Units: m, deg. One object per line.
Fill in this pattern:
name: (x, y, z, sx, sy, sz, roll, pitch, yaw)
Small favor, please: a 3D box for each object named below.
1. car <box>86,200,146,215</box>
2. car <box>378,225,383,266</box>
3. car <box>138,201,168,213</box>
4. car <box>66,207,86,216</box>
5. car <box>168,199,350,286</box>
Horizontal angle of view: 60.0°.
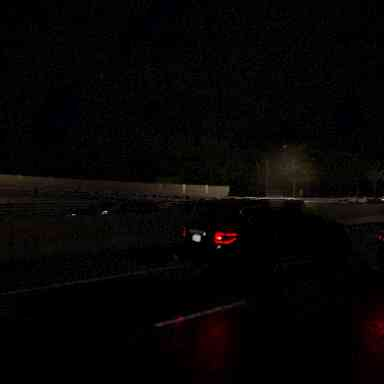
car: (-4.381, 1.352, 22.364, 4.553, 1.767, 2.097, 0, 0, -35)
car: (7.150, 1.223, 8.849, 5.566, 2.045, 2.150, 0, 0, -35)
car: (-0.518, 1.478, 20.821, 5.008, 1.535, 1.882, 0, 0, -36)
car: (-6.845, 1.504, 24.905, 4.892, 1.490, 1.837, 0, 0, -36)
car: (2.300, 1.221, 9.687, 5.566, 2.045, 2.150, 0, 0, -36)
